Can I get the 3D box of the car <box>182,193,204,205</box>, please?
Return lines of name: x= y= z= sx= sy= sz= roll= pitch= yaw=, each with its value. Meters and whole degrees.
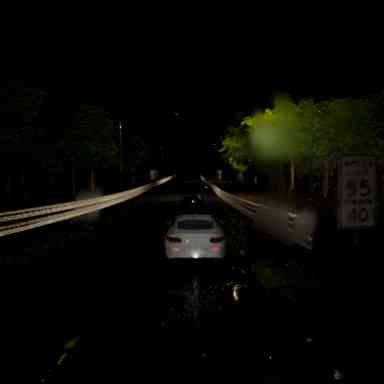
car: x=0.098 y=0.743 z=32.098 sx=1.994 sy=1.385 sz=4.181 roll=0 pitch=3 yaw=0

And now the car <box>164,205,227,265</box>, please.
car: x=0.099 y=1.391 z=11.057 sx=1.812 sy=1.442 sz=4.674 roll=0 pitch=1 yaw=0
